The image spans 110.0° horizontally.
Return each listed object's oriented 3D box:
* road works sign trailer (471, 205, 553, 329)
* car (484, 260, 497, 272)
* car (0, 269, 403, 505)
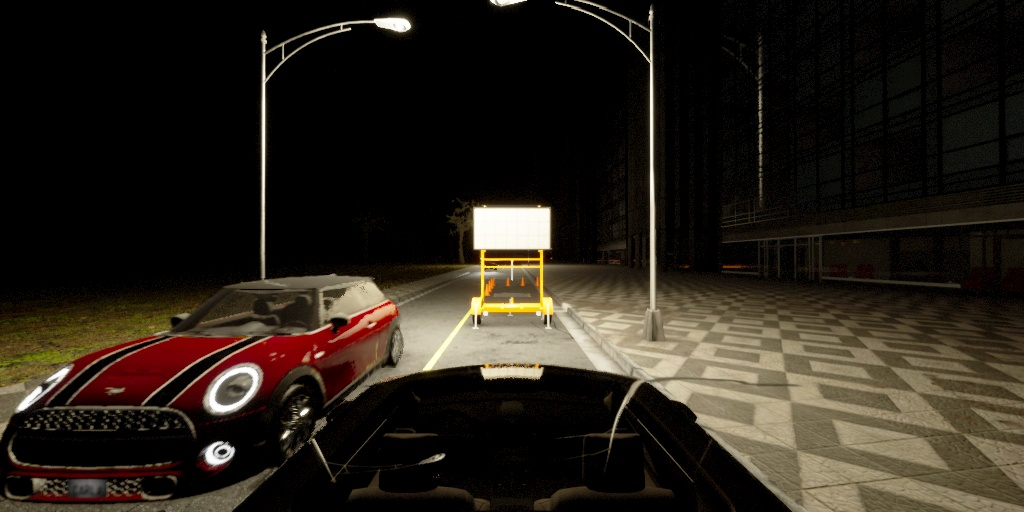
[{"bbox_3d":[0.002,0.216,11.220,2.380,3.560,2.880,0,0,0],"label":"road works sign trailer"},{"bbox_3d":[-2.987,1.257,47.497,2.128,1.511,4.902,0,0,0],"label":"car"},{"bbox_3d":[-3.101,1.102,4.861,2.097,1.767,4.553,0,0,0],"label":"car"}]
